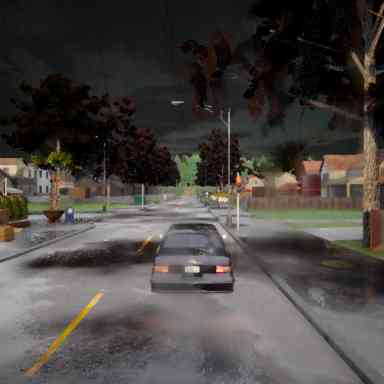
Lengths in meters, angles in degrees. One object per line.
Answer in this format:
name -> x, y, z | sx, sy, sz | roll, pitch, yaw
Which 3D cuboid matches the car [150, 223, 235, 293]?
car -> 0.017, 1.547, 8.962 | 2.033, 1.411, 5.357 | 0, 0, 0
